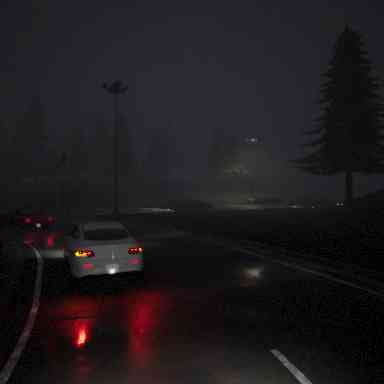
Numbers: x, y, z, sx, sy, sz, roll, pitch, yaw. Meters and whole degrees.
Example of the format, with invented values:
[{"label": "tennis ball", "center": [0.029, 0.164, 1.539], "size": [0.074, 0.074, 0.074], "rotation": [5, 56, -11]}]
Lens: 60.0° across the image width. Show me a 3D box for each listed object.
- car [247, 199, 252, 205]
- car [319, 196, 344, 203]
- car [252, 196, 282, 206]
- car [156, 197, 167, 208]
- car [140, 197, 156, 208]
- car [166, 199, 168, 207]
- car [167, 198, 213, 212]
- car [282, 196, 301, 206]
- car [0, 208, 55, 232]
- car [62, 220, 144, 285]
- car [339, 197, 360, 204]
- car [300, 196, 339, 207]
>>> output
[{"label": "car", "center": [11.685, 1.406, 56.235], "size": [5.008, 1.535, 1.882], "rotation": [0, 0, -25]}, {"label": "car", "center": [26.547, 1.400, 63.280], "size": [4.181, 1.385, 1.994], "rotation": [0, 0, -26]}, {"label": "car", "center": [12.590, 1.418, 52.817], "size": [4.902, 1.511, 2.128], "rotation": [0, 0, -25]}, {"label": "car", "center": [-2.345, 1.562, 45.717], "size": [4.181, 1.385, 1.994], "rotation": [-1, 0, -25]}, {"label": "car", "center": [-5.102, 1.490, 48.275], "size": [5.008, 1.535, 1.882], "rotation": [-1, 0, -25]}, {"label": "car", "center": [-0.690, 1.556, 42.633], "size": [4.181, 1.385, 1.994], "rotation": [0, 0, -26]}, {"label": "car", "center": [-0.048, 1.591, 39.064], "size": [4.718, 1.301, 1.895], "rotation": [0, 0, -25]}, {"label": "car", "center": [16.844, 1.382, 50.955], "size": [5.008, 1.535, 1.882], "rotation": [0, 0, -25]}, {"label": "car", "center": [-10.466, 1.646, 20.714], "size": [4.718, 1.301, 1.895], "rotation": [0, 0, 43]}, {"label": "car", "center": [-2.674, 1.536, 9.634], "size": [1.812, 1.442, 4.674], "rotation": [0, 0, -22]}, {"label": "car", "center": [28.419, 1.457, 60.295], "size": [4.181, 1.385, 1.994], "rotation": [0, 0, -26]}, {"label": "car", "center": [18.394, 1.423, 47.814], "size": [4.674, 1.442, 1.812], "rotation": [0, 0, -25]}]
